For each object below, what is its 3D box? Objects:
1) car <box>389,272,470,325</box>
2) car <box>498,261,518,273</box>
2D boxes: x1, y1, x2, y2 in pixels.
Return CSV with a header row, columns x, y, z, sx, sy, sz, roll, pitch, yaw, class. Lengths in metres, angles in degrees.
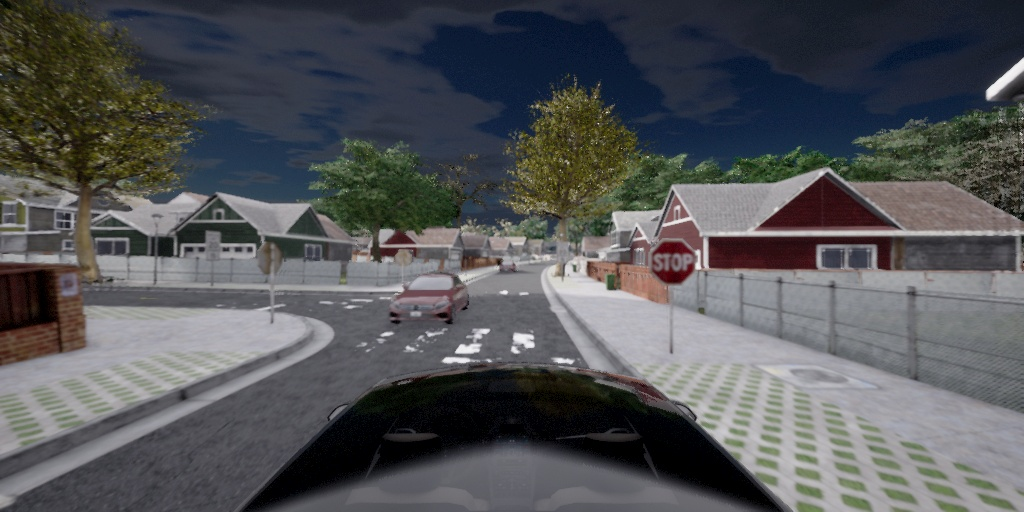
x,y,z,sx,sy,sz,roll,pitch,yaw,class
-2.562,1.309,12.128,1.812,1.442,4.674,1,0,2,car
-0.451,1.319,44.152,1.812,1.442,4.674,0,0,6,car
